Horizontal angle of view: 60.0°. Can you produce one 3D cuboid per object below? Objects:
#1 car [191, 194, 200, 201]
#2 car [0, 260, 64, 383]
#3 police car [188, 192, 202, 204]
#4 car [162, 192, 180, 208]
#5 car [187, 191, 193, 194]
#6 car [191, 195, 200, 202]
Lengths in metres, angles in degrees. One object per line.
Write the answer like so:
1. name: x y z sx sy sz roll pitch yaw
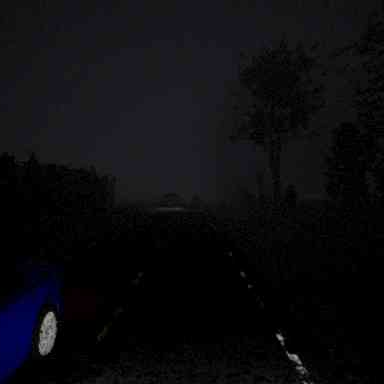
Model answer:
1. car: 0.743 1.292 75.308 1.837 1.490 4.892 0 0 0
2. car: -2.853 1.465 3.001 1.882 1.535 5.008 0 0 0
3. police car: 0.760 1.240 59.418 1.930 1.638 5.238 0 0 0
4. car: -2.880 1.067 46.442 2.150 2.045 5.566 0 0 0
5. car: -0.101 0.876 93.074 2.150 2.045 5.566 0 0 0
6. car: 0.749 1.302 69.308 1.837 1.490 4.892 0 0 0
